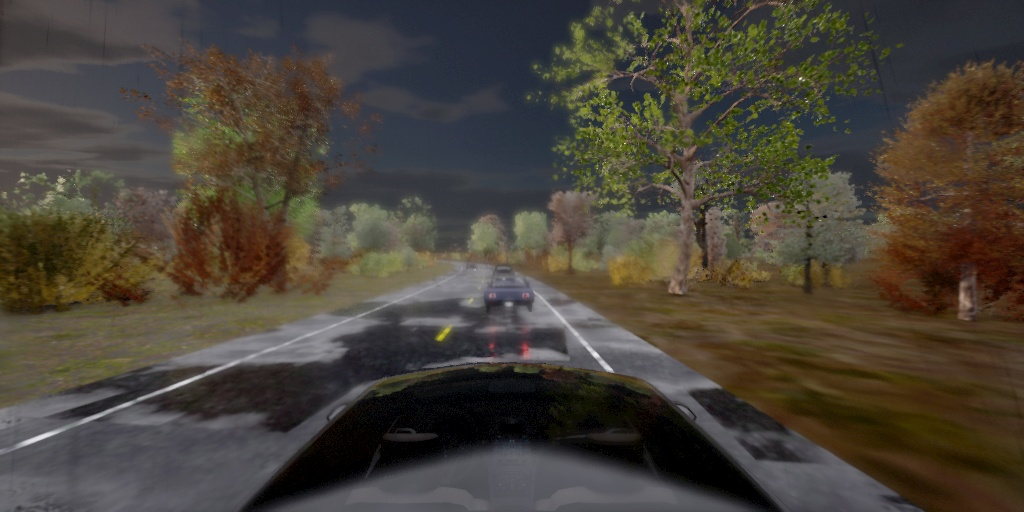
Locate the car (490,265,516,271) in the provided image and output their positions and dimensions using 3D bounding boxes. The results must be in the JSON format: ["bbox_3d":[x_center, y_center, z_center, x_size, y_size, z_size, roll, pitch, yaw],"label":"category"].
[{"bbox_3d":[-0.749,1.514,30.429,1.837,1.490,4.892,0,0,-3],"label":"car"}]

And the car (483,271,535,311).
[{"bbox_3d":[-0.143,1.476,15.140,1.895,1.301,4.718,0,-1,-1],"label":"car"}]
